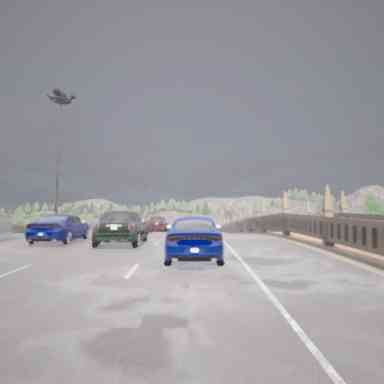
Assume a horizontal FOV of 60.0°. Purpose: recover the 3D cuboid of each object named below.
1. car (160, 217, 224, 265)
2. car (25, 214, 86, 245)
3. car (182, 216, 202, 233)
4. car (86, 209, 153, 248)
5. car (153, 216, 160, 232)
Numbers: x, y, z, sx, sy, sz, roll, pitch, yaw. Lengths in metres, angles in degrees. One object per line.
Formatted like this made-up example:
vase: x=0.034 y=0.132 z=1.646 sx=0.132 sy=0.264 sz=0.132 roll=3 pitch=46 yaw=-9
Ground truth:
car: x=0.066 y=1.641 z=12.201 sx=1.882 sy=1.535 sz=5.008 roll=0 pitch=-2 yaw=0
car: x=-6.949 y=1.920 z=17.752 sx=1.882 sy=1.535 sz=5.008 roll=0 pitch=-3 yaw=0
car: x=0.005 y=3.223 z=32.191 sx=1.837 sy=1.490 sz=4.892 roll=0 pitch=-7 yaw=0
car: x=-3.449 y=1.731 z=16.772 sx=2.097 sy=1.767 sz=4.553 roll=0 pitch=-3 yaw=0
car: x=-3.504 y=3.456 z=35.214 sx=2.097 sy=1.767 sz=4.553 roll=0 pitch=-7 yaw=0
